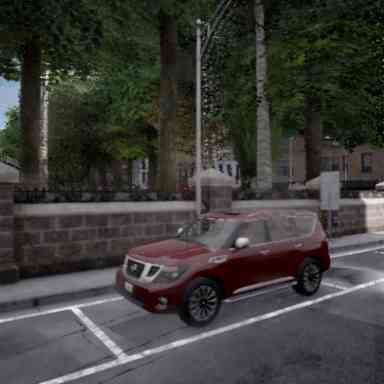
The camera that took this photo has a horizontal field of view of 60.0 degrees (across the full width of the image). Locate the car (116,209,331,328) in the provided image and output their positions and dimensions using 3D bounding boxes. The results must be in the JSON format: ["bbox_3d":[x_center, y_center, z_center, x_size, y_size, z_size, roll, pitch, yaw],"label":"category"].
[{"bbox_3d":[0.960,1.333,7.214,5.009,1.841,2.192,0,0,-35],"label":"car"}]
